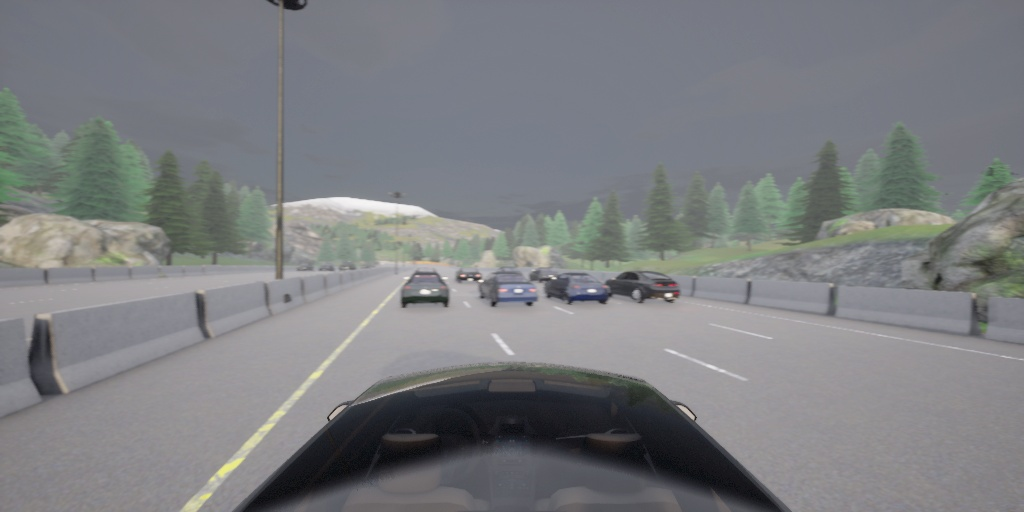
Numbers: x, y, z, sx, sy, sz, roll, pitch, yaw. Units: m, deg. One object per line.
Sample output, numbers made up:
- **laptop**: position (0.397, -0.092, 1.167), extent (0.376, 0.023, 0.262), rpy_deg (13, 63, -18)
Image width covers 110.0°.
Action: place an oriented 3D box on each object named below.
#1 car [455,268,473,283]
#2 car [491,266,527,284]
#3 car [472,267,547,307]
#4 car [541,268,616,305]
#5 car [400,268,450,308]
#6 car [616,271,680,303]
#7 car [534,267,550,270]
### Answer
- **car**: position (-3.851, 1.649, 31.072), extent (1.895, 1.301, 4.718), rpy_deg (1, -1, -13)
- **car**: position (-0.420, 1.646, 31.770), extent (2.033, 1.411, 5.357), rpy_deg (1, -1, -13)
- **car**: position (-0.336, 1.421, 16.356), extent (2.033, 1.411, 5.357), rpy_deg (1, -1, -13)
- **car**: position (2.998, 1.493, 17.476), extent (1.994, 1.385, 4.181), rpy_deg (1, -1, -13)
- **car**: position (-3.812, 1.389, 15.862), extent (1.994, 1.385, 4.181), rpy_deg (1, -1, -13)
- **car**: position (6.403, 1.488, 18.288), extent (1.837, 1.490, 4.892), rpy_deg (1, 0, -13)
- **car**: position (2.915, 1.719, 32.894), extent (1.994, 1.385, 4.181), rpy_deg (1, -1, -13)
